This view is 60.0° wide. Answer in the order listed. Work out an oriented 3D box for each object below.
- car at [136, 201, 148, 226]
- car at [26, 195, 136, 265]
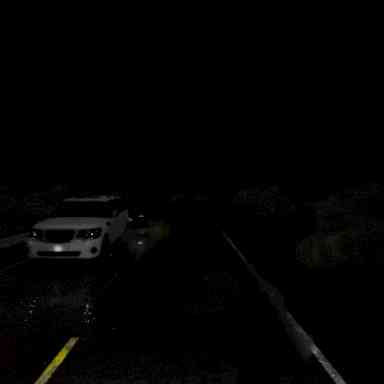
[{"bbox_3d":[-4.107,1.382,22.133,1.837,1.490,4.892,0,0,-12],"label":"car"},{"bbox_3d":[-3.613,1.158,11.735,2.150,2.045,5.566,0,0,0],"label":"car"}]
